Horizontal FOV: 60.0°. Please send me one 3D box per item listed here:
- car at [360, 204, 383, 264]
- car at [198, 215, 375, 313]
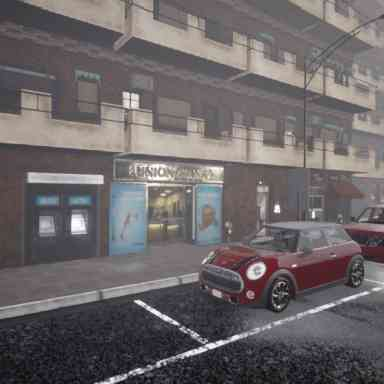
[{"bbox_3d":[6.607,1.320,10.827,5.009,1.841,2.192,0,0,-36],"label":"car"},{"bbox_3d":[2.105,1.442,7.605,4.097,1.590,1.967,0,0,-36],"label":"car"}]
